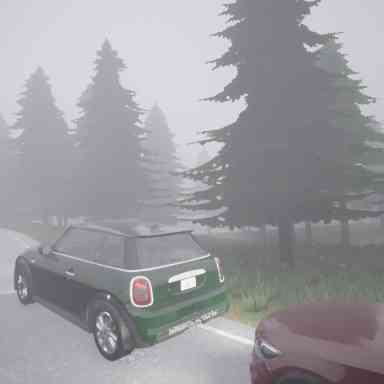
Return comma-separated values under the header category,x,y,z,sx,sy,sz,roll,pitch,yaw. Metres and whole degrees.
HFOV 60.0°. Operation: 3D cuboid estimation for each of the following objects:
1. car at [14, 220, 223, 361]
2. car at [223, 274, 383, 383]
category,x,y,z,sx,sy,sz,roll,pitch,yaw
car,-1.580,1.308,6.226,4.553,1.767,2.097,1,1,44
car,2.744,1.531,2.598,4.674,1.442,1.812,1,0,36
